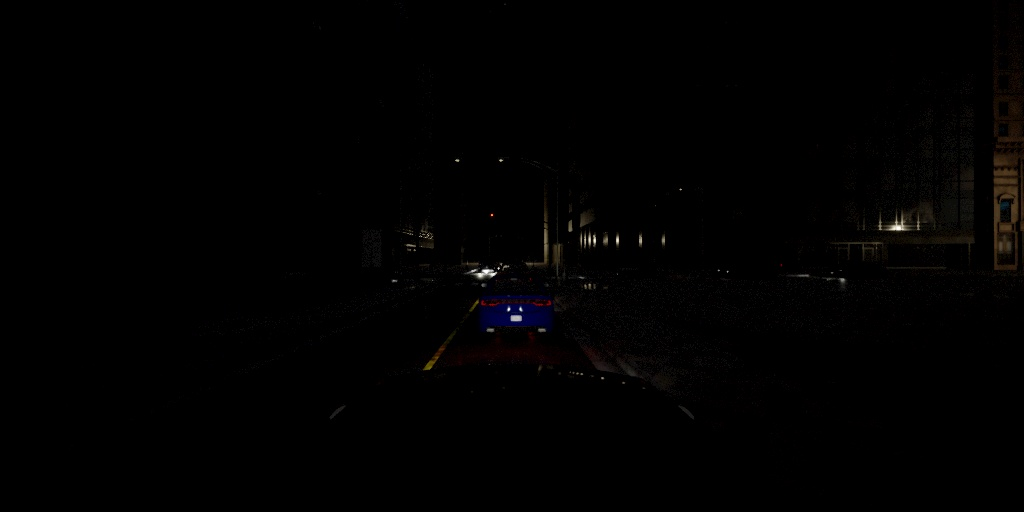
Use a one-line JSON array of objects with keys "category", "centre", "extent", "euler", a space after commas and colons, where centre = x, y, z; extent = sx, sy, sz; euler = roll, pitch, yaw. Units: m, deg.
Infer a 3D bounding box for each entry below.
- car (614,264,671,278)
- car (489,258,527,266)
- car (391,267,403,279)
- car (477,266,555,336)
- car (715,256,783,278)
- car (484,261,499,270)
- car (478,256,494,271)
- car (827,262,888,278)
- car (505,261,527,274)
[{"category": "car", "centre": [12.024, 1.371, 33.308], "extent": [4.718, 1.301, 1.895], "euler": [0, 0, 3]}, {"category": "car", "centre": [0.140, 1.107, 19.283], "extent": [2.097, 1.767, 4.553], "euler": [0, 0, 2]}, {"category": "car", "centre": [-11.726, 1.219, 30.066], "extent": [5.008, 1.535, 1.882], "euler": [0, 0, 0]}, {"category": "car", "centre": [0.093, 1.229, 10.414], "extent": [1.882, 1.535, 5.008], "euler": [0, 0, 0]}, {"category": "car", "centre": [21.976, 0.986, 33.326], "extent": [5.566, 2.045, 2.150], "euler": [0, 0, -1]}, {"category": "car", "centre": [-3.136, 1.390, 55.716], "extent": [1.895, 1.301, 4.718], "euler": [0, 0, 0]}, {"category": "car", "centre": [-3.136, 0.999, 45.826], "extent": [2.150, 2.045, 5.566], "euler": [0, 0, -2]}, {"category": "car", "centre": [32.071, 1.276, 33.322], "extent": [4.674, 1.442, 1.812], "euler": [0, 0, 0]}, {"category": "car", "centre": [0.409, 1.322, 43.130], "extent": [2.033, 1.411, 5.357], "euler": [0, 0, -5]}]
